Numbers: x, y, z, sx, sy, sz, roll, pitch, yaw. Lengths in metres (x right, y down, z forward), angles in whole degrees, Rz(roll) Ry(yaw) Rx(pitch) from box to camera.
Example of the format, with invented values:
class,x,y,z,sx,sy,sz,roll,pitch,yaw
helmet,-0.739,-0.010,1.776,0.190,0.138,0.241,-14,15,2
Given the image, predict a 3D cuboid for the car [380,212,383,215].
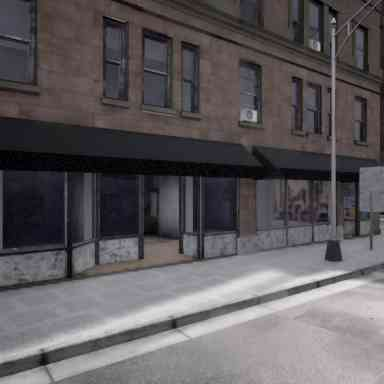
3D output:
class,x,y,z,sx,sy,sz,roll,pitch,yaw
car,15.882,1.144,28.131,2.097,1.767,4.553,0,1,-36
